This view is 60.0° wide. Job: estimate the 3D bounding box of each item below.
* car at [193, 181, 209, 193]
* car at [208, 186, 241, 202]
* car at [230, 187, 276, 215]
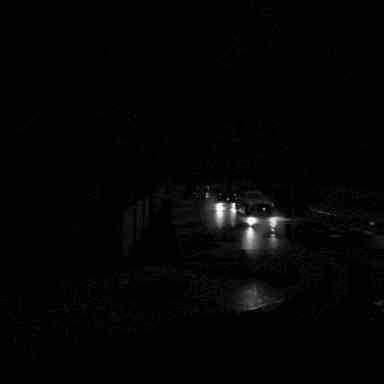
[{"bbox_3d":[1.401,-0.838,50.750,2.097,1.767,4.553,1,3,-5],"label":"car"},{"bbox_3d":[3.164,0.248,33.337,1.895,1.301,4.718,1,3,-6],"label":"car"},{"bbox_3d":[4.234,0.674,22.978,1.812,1.442,4.674,1,3,-6],"label":"car"}]
